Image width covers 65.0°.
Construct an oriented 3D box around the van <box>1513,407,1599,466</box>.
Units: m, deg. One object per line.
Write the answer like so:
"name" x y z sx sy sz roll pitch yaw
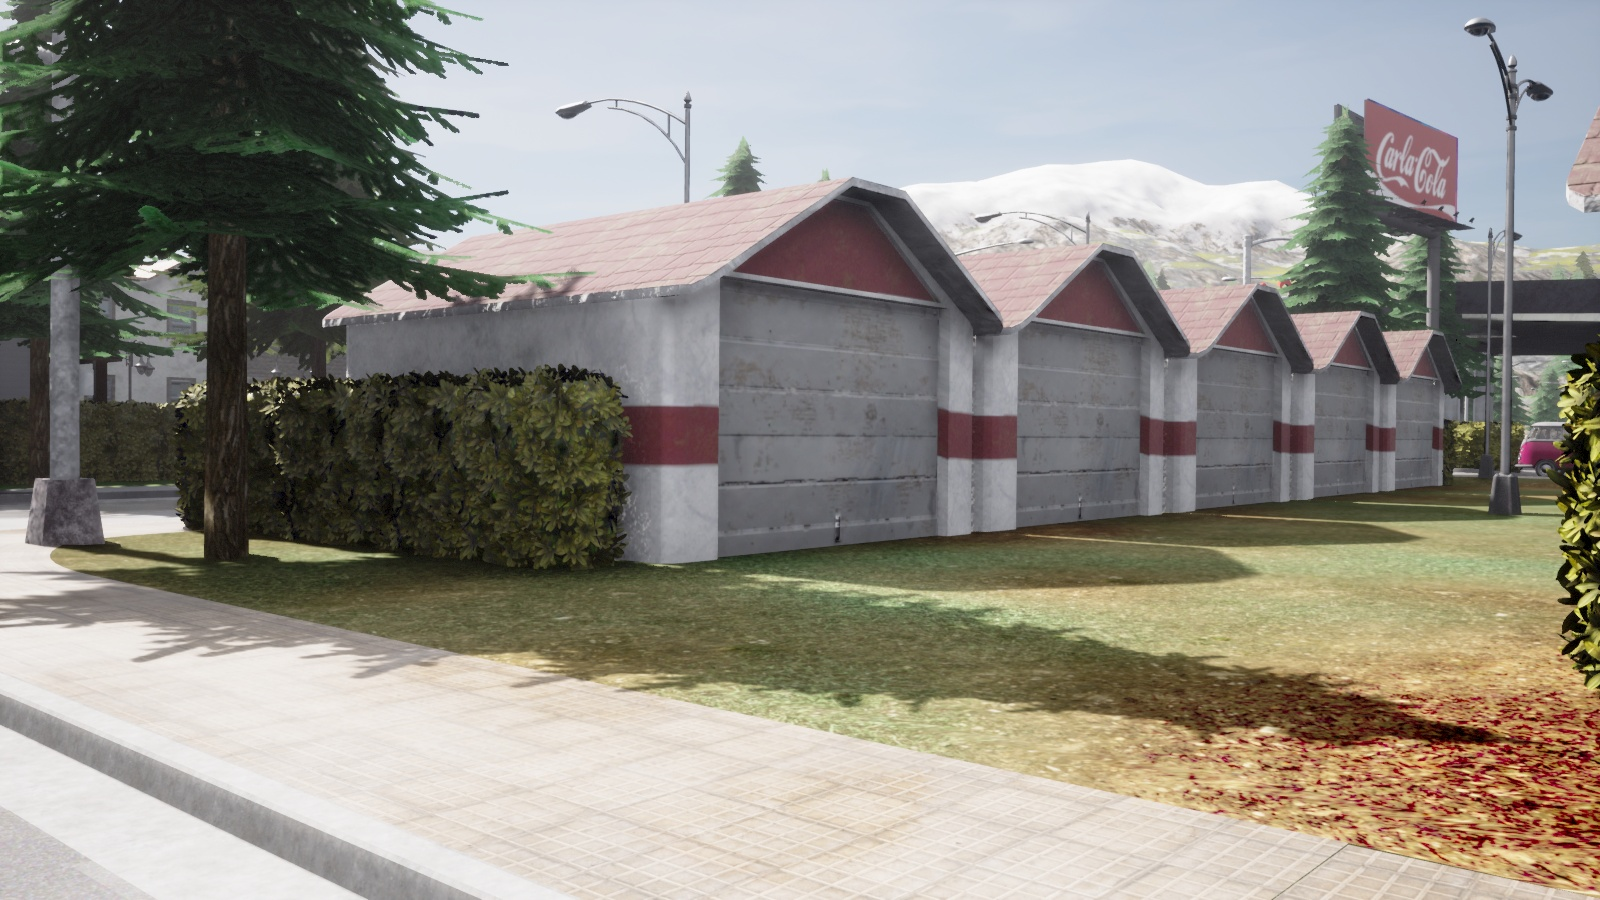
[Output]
"van" 27.249 -0.453 43.202 4.442 1.987 1.775 1 1 40
